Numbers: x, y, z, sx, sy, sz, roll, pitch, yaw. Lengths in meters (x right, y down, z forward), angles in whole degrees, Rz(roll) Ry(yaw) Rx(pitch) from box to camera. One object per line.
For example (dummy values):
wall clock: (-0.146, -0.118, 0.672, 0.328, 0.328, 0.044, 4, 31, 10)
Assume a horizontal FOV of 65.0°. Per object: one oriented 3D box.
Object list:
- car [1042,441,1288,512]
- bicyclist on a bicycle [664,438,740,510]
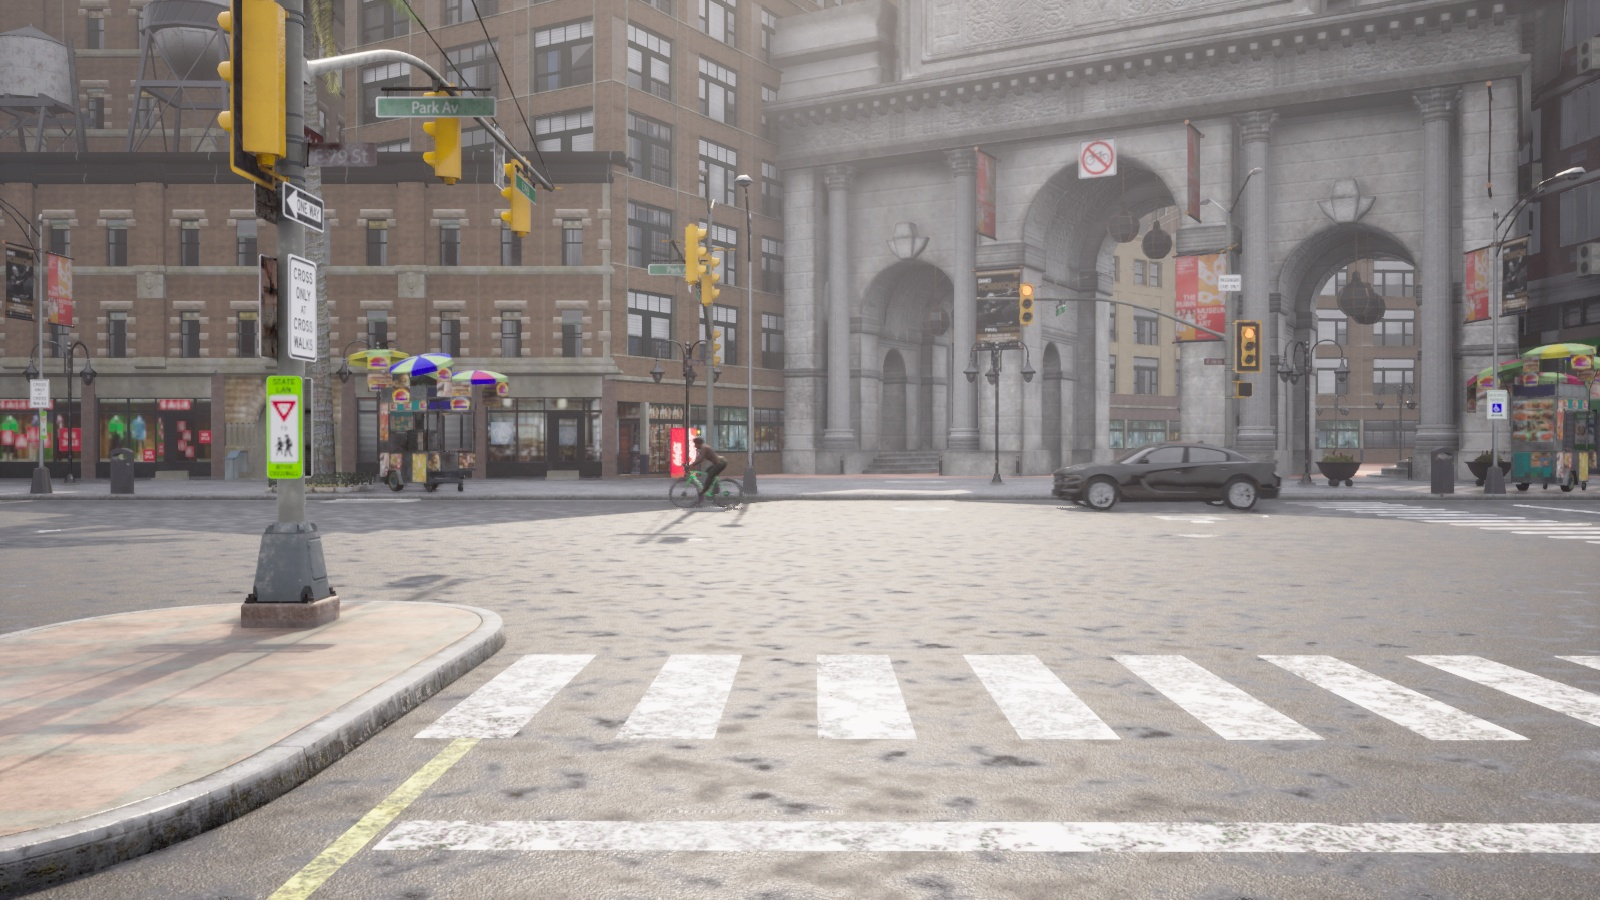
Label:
car: (8.126, 0.571, 28.300, 5.008, 1.535, 1.882, 0, 0, 1)
bicyclist on a bicycle: (-2.219, 0.537, 28.446, 1.656, 1.620, 0.582, 0, 0, 1)
